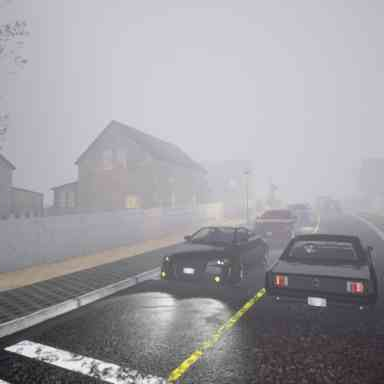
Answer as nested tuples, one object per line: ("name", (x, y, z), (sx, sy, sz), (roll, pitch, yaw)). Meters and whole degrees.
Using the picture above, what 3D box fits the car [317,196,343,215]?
("car", (15.347, 1.575, 36.842), (2.097, 1.767, 4.553), (-2, -1, 19))

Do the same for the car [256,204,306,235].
("car", (4.557, 1.630, 17.468), (1.882, 1.535, 5.008), (-2, -1, 24))

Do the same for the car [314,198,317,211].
("car", (18.267, 1.553, 46.158), (2.150, 2.045, 5.566), (-1, -1, 16))

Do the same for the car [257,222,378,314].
("car", (3.174, 1.630, 7.771), (1.895, 1.301, 4.718), (-2, -1, 27))

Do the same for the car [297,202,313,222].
("car", (8.351, 1.679, 26.328), (1.882, 1.535, 5.008), (-2, -1, 22))

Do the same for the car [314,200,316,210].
("car", (12.030, 1.826, 35.938), (2.033, 1.411, 5.357), (-2, -1, 20))

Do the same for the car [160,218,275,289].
("car", (0.819, 1.686, 9.631), (1.994, 1.385, 4.181), (-2, -1, 27))
